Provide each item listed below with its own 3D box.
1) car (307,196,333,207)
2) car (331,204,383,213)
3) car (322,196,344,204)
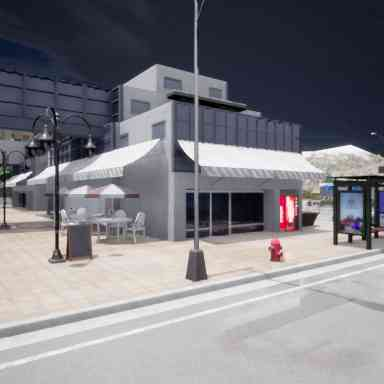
[{"bbox_3d":[19.116,1.345,48.778,5.027,1.636,2.152,0,0,-36],"label":"car"},{"bbox_3d":[13.702,1.777,25.832,1.895,1.301,4.718,0,0,-36],"label":"car"},{"bbox_3d":[28.397,1.490,66.892,4.514,1.523,2.007,0,0,-36],"label":"car"}]
